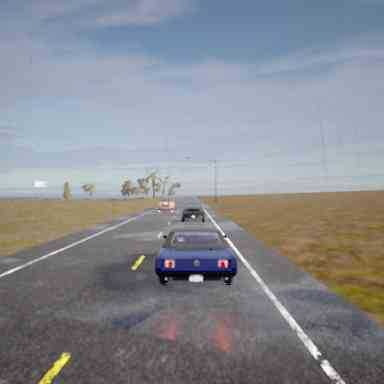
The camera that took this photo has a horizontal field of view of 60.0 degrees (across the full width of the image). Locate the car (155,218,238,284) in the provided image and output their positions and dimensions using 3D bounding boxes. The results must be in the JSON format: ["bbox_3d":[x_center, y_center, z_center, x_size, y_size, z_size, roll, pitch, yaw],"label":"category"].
[{"bbox_3d":[0.097,1.656,9.696,1.895,1.301,4.718,0,0,0],"label":"car"}]

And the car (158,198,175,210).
[{"bbox_3d":[-3.531,1.606,46.452,2.097,1.767,4.553,0,0,0],"label":"car"}]

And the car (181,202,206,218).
[{"bbox_3d":[0.103,1.664,28.521,1.837,1.490,4.892,0,0,0],"label":"car"}]
